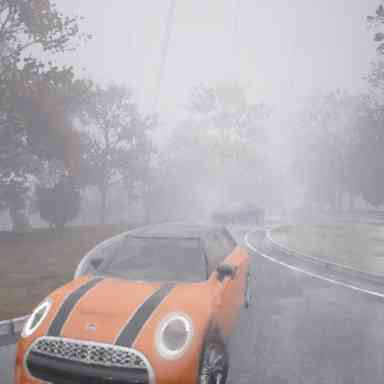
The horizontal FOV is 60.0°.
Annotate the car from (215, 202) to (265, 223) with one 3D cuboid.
[{"bbox_3d":[3.298,1.482,23.674,1.882,1.535,5.008,-1,-1,41],"label":"car"}]

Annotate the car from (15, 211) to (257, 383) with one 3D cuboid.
[{"bbox_3d":[-0.363,1.353,5.158,2.097,1.767,4.553,-1,0,17],"label":"car"}]
